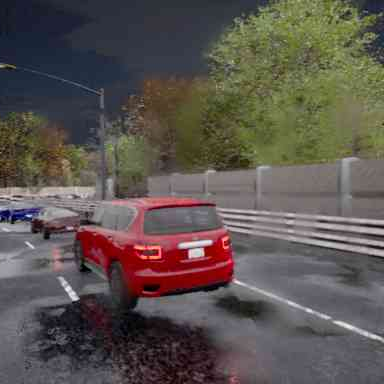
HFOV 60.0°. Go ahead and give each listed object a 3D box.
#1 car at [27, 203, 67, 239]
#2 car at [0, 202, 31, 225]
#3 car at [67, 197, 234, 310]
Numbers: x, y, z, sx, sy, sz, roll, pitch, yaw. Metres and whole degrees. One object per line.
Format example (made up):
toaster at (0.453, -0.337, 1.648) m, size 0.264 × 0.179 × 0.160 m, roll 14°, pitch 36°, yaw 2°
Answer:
car at (-6.868, 1.466, 16.942) m, size 1.812 × 1.442 × 4.674 m, roll -2°, pitch 1°, yaw -35°
car at (-12.632, 1.453, 24.375) m, size 1.882 × 1.535 × 5.008 m, roll -2°, pitch 1°, yaw -41°
car at (-1.282, 1.147, 8.029) m, size 2.150 × 2.045 × 5.566 m, roll -2°, pitch 1°, yaw -30°
